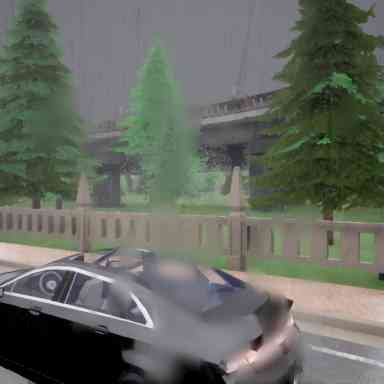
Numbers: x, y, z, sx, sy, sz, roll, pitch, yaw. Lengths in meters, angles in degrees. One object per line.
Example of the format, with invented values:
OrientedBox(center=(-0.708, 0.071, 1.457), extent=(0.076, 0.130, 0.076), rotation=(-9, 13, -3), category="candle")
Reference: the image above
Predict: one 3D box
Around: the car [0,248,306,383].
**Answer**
OrientedBox(center=(-1.148, 1.492, 4.221), extent=(4.902, 1.511, 2.128), rotation=(0, 0, 33), category="car")
